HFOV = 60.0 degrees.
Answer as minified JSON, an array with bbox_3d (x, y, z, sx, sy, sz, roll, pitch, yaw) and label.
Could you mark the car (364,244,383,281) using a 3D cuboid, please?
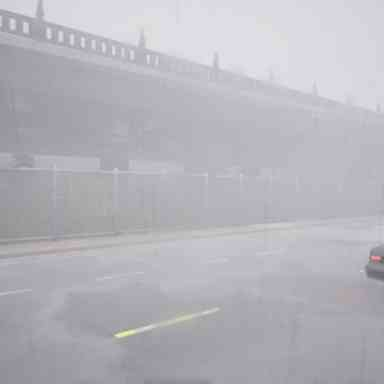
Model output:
[{"bbox_3d":[6.513,1.550,8.433,5.357,1.411,2.033,0,0,-35],"label":"car"}]
